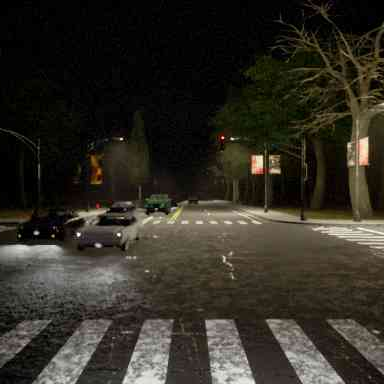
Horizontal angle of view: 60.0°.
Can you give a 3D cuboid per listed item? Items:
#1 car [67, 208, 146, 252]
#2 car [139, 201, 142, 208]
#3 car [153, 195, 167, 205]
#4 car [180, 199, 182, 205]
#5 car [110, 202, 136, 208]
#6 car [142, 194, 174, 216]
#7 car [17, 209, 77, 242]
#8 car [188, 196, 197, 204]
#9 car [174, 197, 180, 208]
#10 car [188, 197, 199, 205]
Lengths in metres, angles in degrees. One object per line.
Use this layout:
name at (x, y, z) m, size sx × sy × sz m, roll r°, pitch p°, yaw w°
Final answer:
car at (-3.316, 1.587, 13.991) m, size 1.895 × 1.301 × 4.718 m, roll 0°, pitch 0°, yaw 0°
car at (-6.499, 1.628, 48.729) m, size 2.033 × 1.411 × 5.357 m, roll 0°, pitch 0°, yaw 0°
car at (-6.363, 1.546, 66.909) m, size 2.150 × 2.045 × 5.566 m, roll 0°, pitch 0°, yaw 0°
car at (-3.113, 1.748, 66.932) m, size 1.812 × 1.442 × 4.674 m, roll 0°, pitch 0°, yaw 0°
car at (-6.538, 1.618, 31.164) m, size 1.895 × 1.301 × 4.718 m, roll 0°, pitch 0°, yaw 0°
car at (-3.283, 1.242, 33.279) m, size 2.150 × 2.045 × 5.566 m, roll 0°, pitch 0°, yaw 0°
car at (-6.565, 1.536, 16.018) m, size 1.994 × 1.385 × 4.181 m, roll 0°, pitch 0°, yaw 0°
car at (0.197, 1.740, 72.625) m, size 1.882 × 1.535 × 5.008 m, roll 0°, pitch 0°, yaw 0°
car at (-3.241, 1.655, 50.452) m, size 1.994 × 1.385 × 4.181 m, roll 0°, pitch 0°, yaw 0°
car at (0.227, 1.673, 62.258) m, size 2.128 × 1.511 × 4.902 m, roll 0°, pitch 0°, yaw 0°
